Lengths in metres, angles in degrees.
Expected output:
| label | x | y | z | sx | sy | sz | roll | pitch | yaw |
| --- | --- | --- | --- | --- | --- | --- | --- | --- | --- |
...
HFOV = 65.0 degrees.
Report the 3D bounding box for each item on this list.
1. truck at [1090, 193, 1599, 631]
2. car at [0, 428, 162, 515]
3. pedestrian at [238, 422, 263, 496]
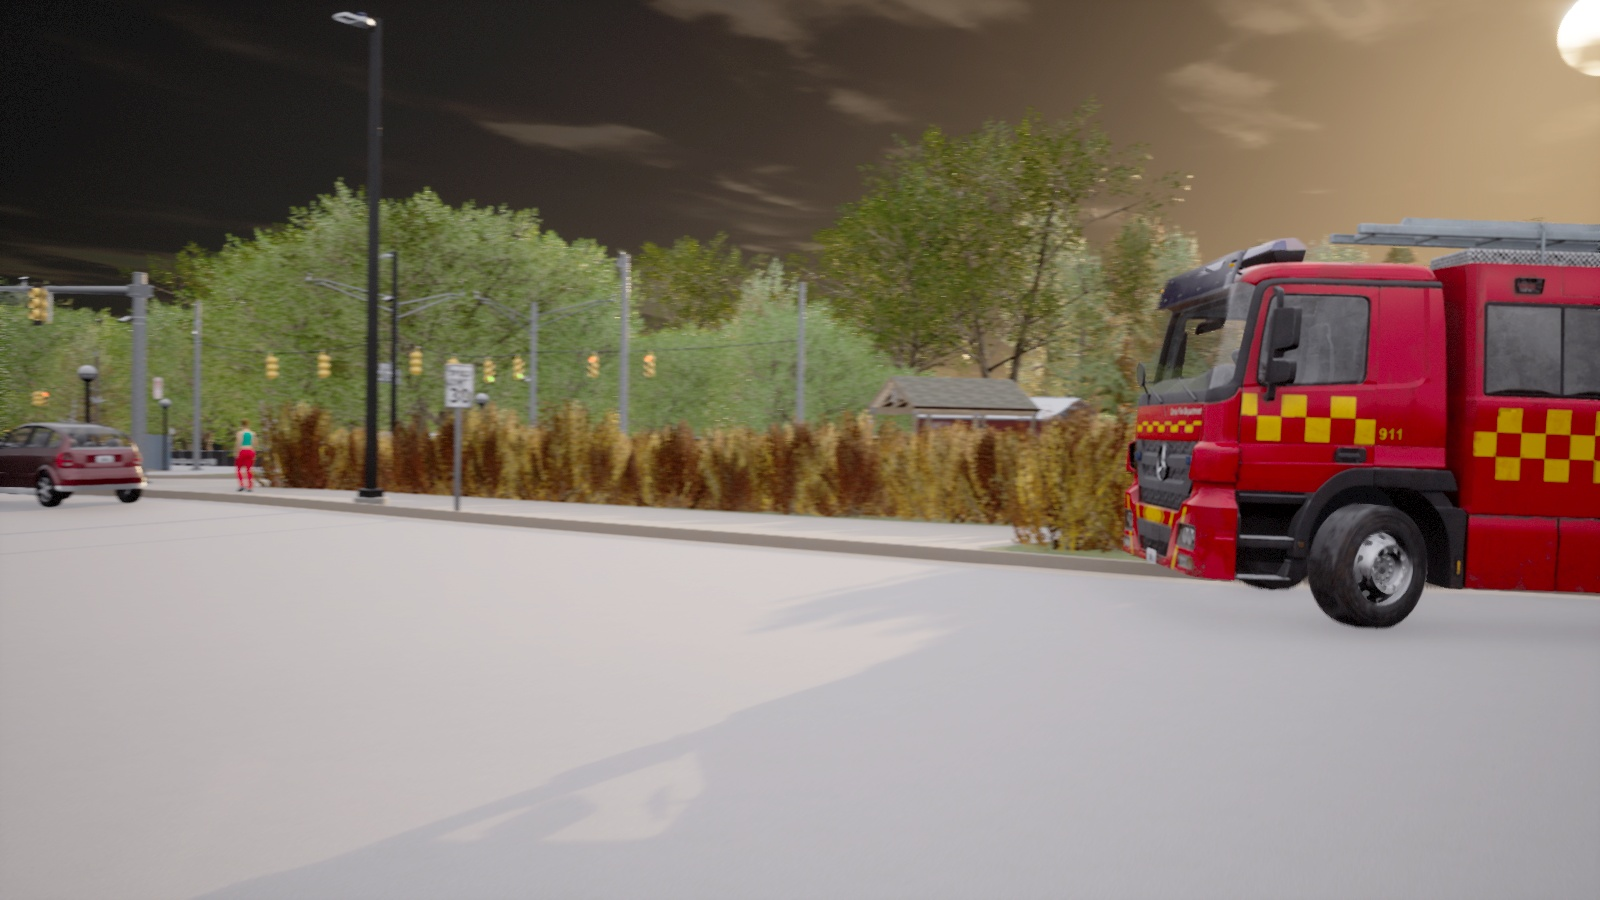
| label | x | y | z | sx | sy | sz | roll | pitch | yaw |
| --- | --- | --- | --- | --- | --- | --- | --- | --- | --- |
| truck | 7.557 | -0.300 | 12.708 | 8.468 | 3.827 | 2.891 | 2 | 1 | 0 |
| car | -14.217 | 0.364 | 24.222 | 3.705 | 1.549 | 1.789 | 0 | 1 | 33 |
| pedestrian | -13.746 | 0.214 | 31.386 | 0.594 | 1.836 | 0.345 | 2 | 2 | 40 |
